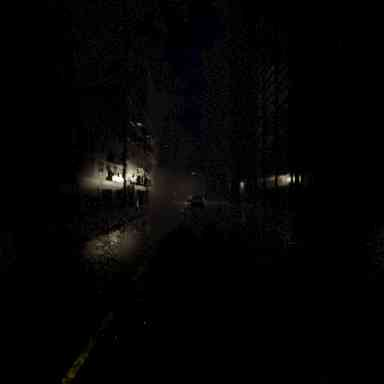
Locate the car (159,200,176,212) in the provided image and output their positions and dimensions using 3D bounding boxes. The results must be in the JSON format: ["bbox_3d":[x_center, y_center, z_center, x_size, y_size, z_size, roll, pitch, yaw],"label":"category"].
[{"bbox_3d":[-3.151,1.754,43.372,1.882,1.535,5.008,0,0,0],"label":"car"}]

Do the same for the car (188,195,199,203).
[{"bbox_3d":[0.813,1.643,60.332,2.150,2.045,5.566,0,0,0],"label":"car"}]

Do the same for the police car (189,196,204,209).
[{"bbox_3d":[0.827,1.760,50.410,1.930,1.638,5.238,0,0,0],"label":"police car"}]
